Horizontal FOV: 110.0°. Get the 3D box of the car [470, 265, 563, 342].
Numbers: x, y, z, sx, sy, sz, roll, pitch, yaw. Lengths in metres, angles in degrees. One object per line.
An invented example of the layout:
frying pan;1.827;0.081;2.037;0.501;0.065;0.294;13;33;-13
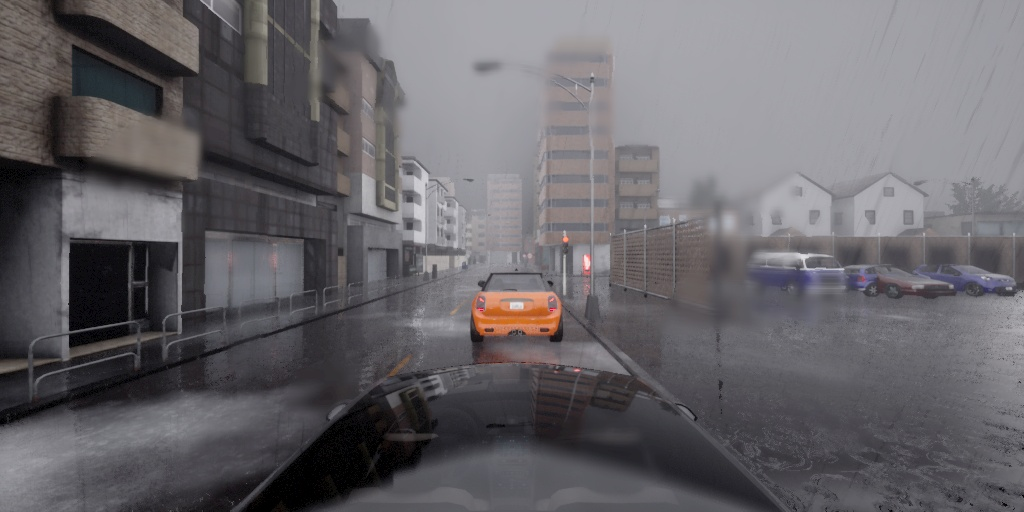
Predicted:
car;0.102;1.102;9.926;2.097;1.767;4.553;0;0;0
